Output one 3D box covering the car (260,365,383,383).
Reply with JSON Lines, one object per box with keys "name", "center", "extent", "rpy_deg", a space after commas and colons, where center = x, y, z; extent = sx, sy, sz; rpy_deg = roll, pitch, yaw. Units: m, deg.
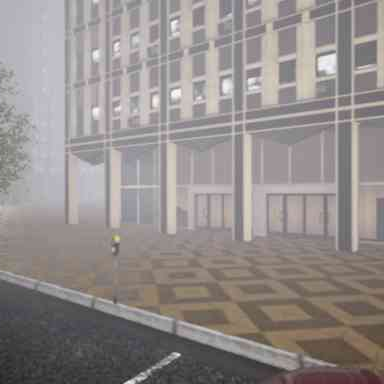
{"name": "car", "center": [2.128, 1.584, 1.362], "extent": [4.206, 1.307, 1.802], "rpy_deg": [0, 0, 35]}
